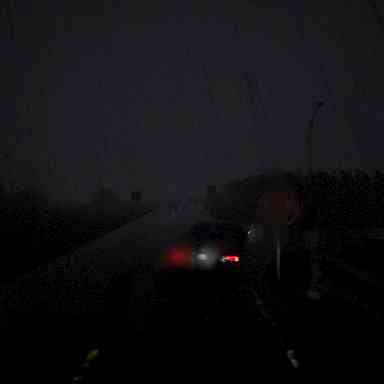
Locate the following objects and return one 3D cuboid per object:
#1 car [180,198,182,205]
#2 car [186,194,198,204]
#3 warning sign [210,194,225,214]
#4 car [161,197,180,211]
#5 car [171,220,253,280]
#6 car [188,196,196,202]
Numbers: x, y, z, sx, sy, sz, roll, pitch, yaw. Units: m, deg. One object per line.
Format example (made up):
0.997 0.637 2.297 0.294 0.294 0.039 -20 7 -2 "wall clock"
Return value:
-2.793 1.605 60.523 1.994 1.385 4.181 0 0 1 "car"
-0.003 1.390 64.294 2.097 1.767 4.553 0 0 0 "car"
2.446 1.152 31.888 1.300 1.860 1.060 0 0 0 "warning sign"
-2.846 1.644 42.174 1.895 1.301 4.718 0 0 0 "car"
0.796 1.562 10.105 2.033 1.411 5.357 0 0 11 "car"
-0.004 1.592 74.369 1.895 1.301 4.718 0 0 0 "car"
